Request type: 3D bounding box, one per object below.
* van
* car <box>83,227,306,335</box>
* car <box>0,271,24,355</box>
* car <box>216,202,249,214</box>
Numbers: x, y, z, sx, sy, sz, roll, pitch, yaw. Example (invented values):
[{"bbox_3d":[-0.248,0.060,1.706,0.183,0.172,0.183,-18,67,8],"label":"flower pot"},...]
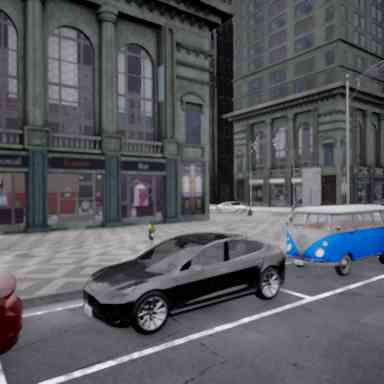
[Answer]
[{"bbox_3d":[4.481,1.284,9.849,3.998,1.788,1.690,0,0,-36],"label":"van"},{"bbox_3d":[0.077,1.542,6.706,4.313,1.339,1.947,0,0,-36],"label":"car"},{"bbox_3d":[-4.330,1.554,3.562,4.507,1.381,1.887,0,0,-36],"label":"car"},{"bbox_3d":[4.750,1.855,39.124,1.812,1.442,4.674,-1,-1,-35],"label":"car"}]
